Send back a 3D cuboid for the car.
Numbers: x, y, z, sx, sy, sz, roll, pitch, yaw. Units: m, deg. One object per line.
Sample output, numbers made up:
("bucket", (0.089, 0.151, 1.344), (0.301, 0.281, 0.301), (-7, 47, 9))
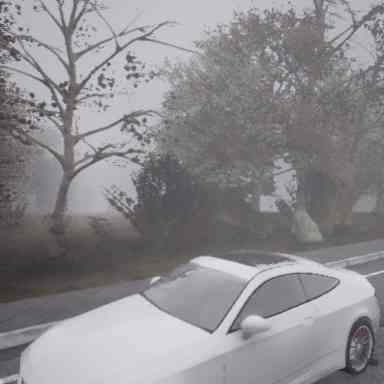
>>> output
("car", (0.501, 1.526, 4.041), (4.674, 1.442, 1.812), (0, 0, -35))
